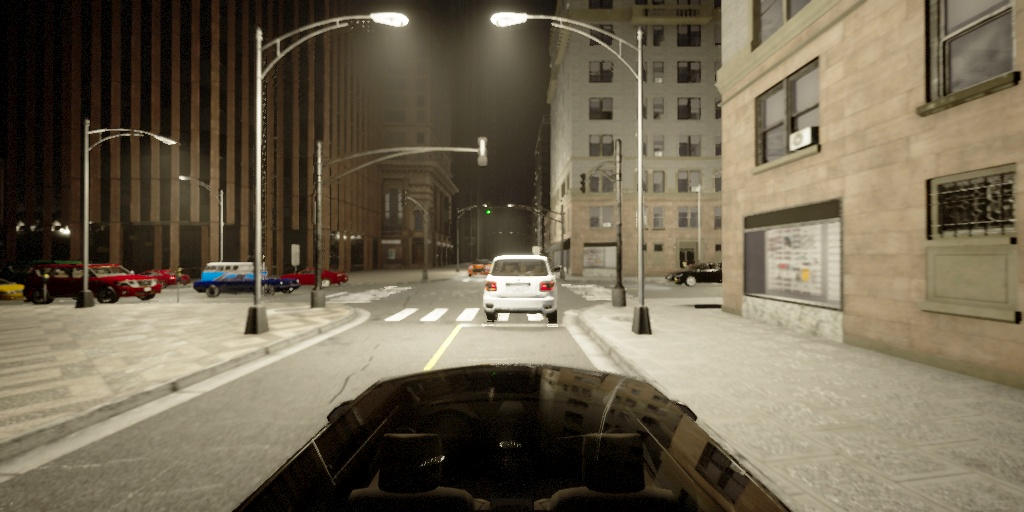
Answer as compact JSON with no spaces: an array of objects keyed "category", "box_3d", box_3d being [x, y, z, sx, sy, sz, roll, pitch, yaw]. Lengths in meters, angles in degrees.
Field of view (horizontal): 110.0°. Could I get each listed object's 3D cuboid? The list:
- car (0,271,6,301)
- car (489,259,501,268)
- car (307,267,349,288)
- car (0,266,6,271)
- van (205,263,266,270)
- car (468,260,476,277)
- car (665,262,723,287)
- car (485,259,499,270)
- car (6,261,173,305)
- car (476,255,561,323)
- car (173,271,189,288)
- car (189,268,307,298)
[{"category":"car","box_3d":[-25.078,1.562,16.880,4.829,1.417,1.751,0,0,0]},{"category":"car","box_3d":[-2.979,1.298,64.183,1.994,1.385,4.181,0,0,0]},{"category":"car","box_3d":[-13.977,1.494,25.364,4.507,1.381,1.888,0,0,0]},{"category":"car","box_3d":[-24.112,1.259,19.442,5.566,2.045,2.150,-1,0,-1]},{"category":"van","box_3d":[-19.601,1.357,25.385,3.998,1.789,1.690,0,0,0]},{"category":"car","box_3d":[-3.111,1.123,35.890,2.097,1.767,4.553,0,0,1]},{"category":"car","box_3d":[12.267,1.122,22.516,4.892,1.490,1.837,-1,0,0]},{"category":"car","box_3d":[-2.994,1.255,54.274,1.837,1.490,4.892,0,0,1]},{"category":"car","box_3d":[-19.623,1.283,16.859,5.009,1.841,2.192,0,0,0]},{"category":"car","box_3d":[0.496,0.977,12.396,2.150,2.045,5.566,0,0,7]},{"category":"car","box_3d":[-25.225,1.667,25.406,4.207,1.307,1.802,0,0,0]},{"category":"car","box_3d":[-14.147,1.518,19.411,4.718,1.301,1.895,-1,0,0]}]
